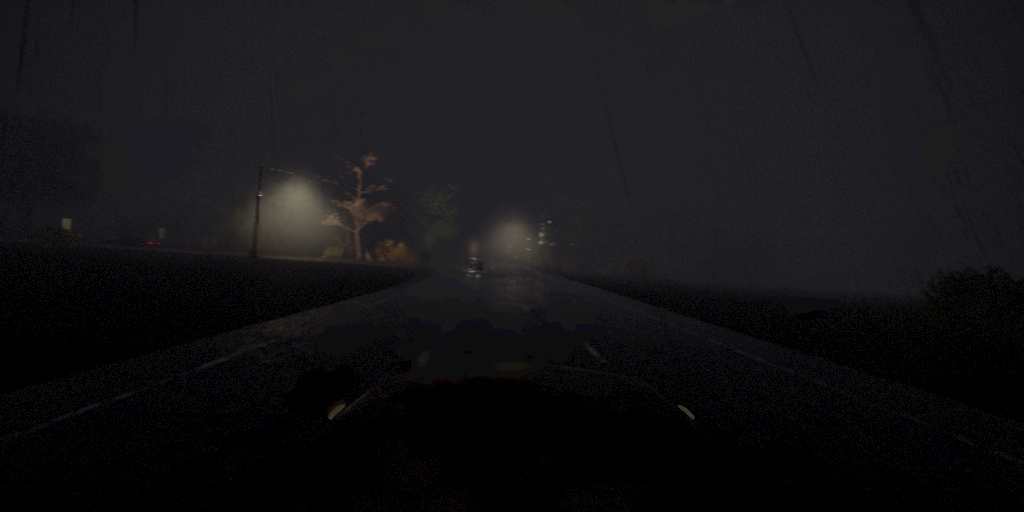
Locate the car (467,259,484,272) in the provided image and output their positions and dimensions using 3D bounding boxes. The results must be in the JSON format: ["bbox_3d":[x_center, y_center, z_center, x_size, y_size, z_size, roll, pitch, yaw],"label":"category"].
[{"bbox_3d":[-4.515,1.130,44.531,2.128,1.511,4.902,3,-1,-2],"label":"car"}]
